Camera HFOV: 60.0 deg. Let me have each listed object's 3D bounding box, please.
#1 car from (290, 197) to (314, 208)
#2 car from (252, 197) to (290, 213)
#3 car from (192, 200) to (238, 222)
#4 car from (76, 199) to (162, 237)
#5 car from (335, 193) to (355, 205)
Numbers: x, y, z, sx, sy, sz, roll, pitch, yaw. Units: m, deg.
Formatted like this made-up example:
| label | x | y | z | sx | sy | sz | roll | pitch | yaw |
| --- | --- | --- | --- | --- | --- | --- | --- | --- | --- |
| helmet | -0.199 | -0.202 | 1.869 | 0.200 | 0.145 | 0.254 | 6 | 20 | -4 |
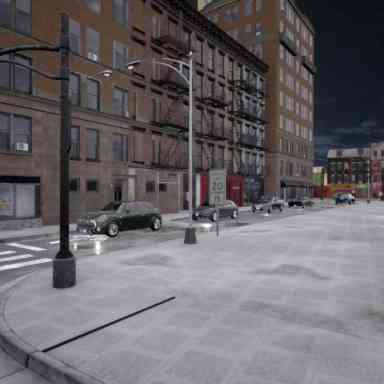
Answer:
| label | x | y | z | sx | sy | sz | roll | pitch | yaw |
| --- | --- | --- | --- | --- | --- | --- | --- | --- | --- |
| car | 13.432 | 1.267 | 40.946 | 1.895 | 1.301 | 4.718 | 0 | 1 | 36 |
| car | 7.561 | 1.222 | 32.846 | 2.128 | 1.511 | 4.902 | 0 | 1 | 36 |
| car | 1.740 | 1.304 | 24.759 | 1.837 | 1.490 | 4.892 | 0 | 1 | 36 |
| car | -3.666 | 1.218 | 17.286 | 2.097 | 1.767 | 4.553 | 0 | 1 | 37 |
| car | 22.878 | 0.953 | 49.538 | 2.097 | 1.767 | 4.553 | 0 | 1 | 36 |
